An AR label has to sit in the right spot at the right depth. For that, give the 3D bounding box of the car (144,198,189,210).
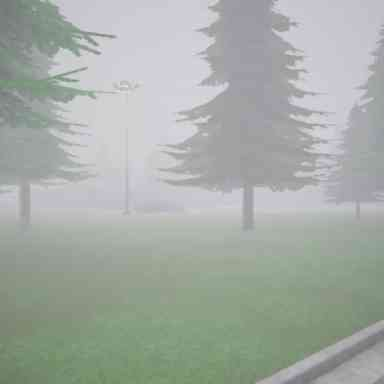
[{"bbox_3d":[-3.105,1.467,41.375,5.357,1.411,2.033,0,0,2],"label":"car"}]

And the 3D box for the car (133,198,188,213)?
[{"bbox_3d":[-3.290,1.486,34.377,5.357,1.411,2.033,0,0,2],"label":"car"}]
